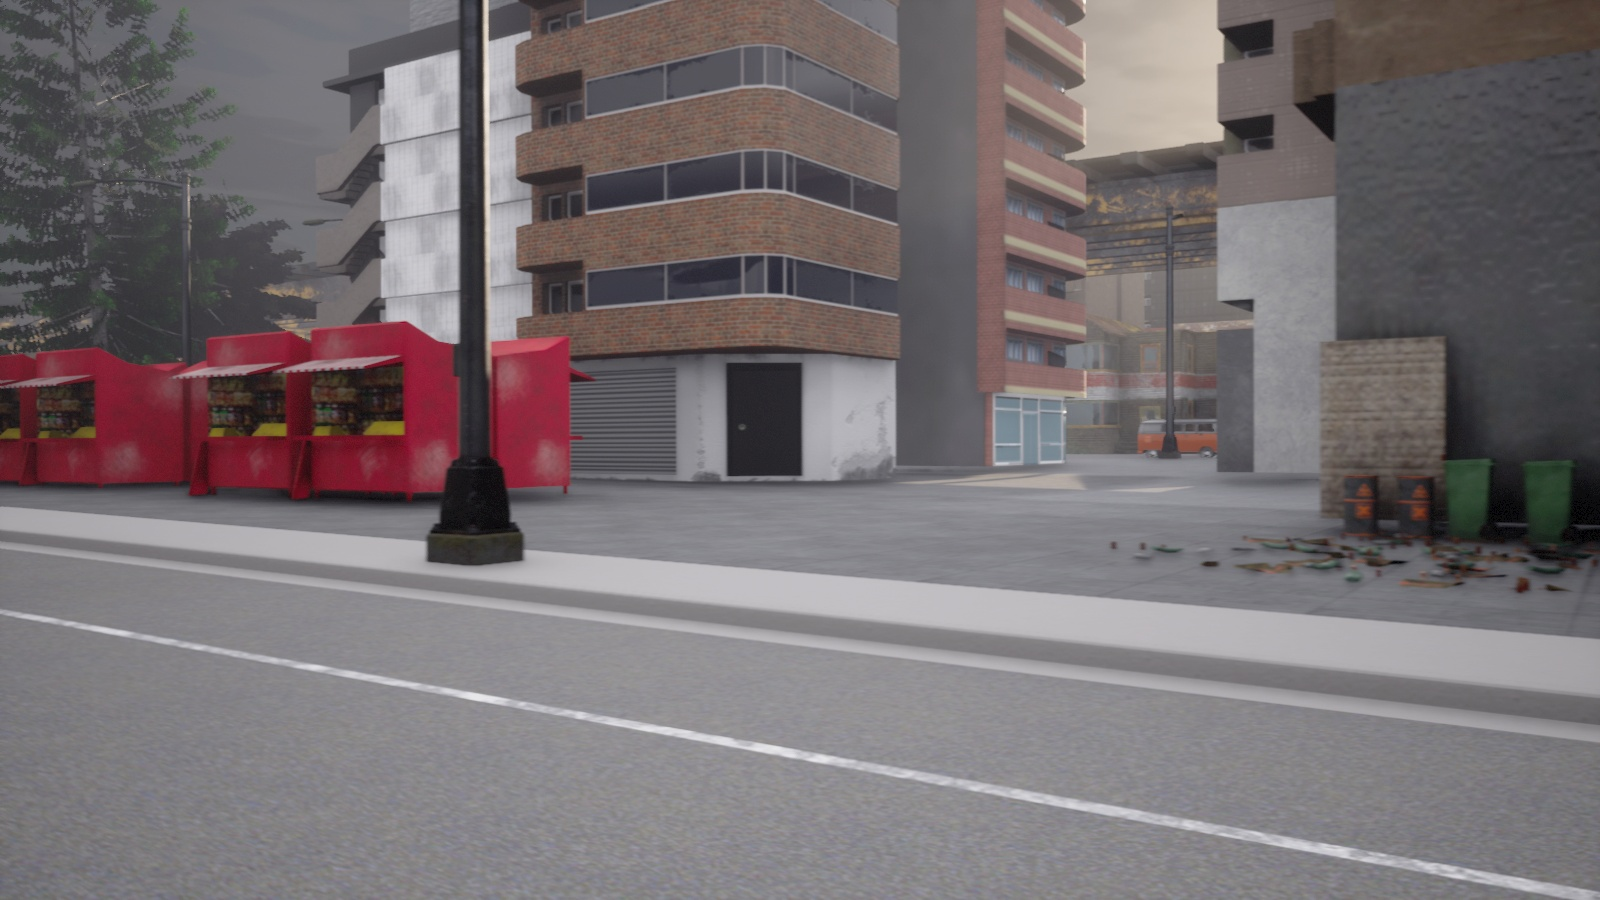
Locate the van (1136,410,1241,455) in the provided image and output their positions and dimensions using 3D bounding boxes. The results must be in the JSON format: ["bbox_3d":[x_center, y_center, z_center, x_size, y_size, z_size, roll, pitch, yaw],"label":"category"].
[{"bbox_3d":[18.484,-0.816,59.803,4.442,1.987,1.775,-1,0,34],"label":"van"}]
